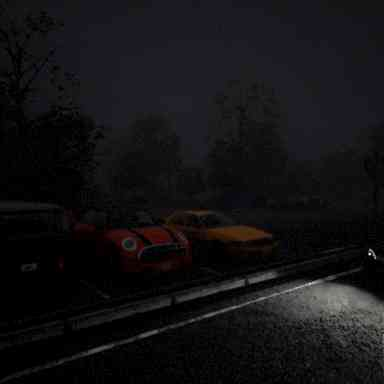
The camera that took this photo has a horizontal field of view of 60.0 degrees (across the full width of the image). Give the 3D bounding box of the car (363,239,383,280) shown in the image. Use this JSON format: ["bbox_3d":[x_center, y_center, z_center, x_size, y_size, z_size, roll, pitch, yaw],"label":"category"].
[{"bbox_3d":[6.088,1.323,8.169,4.674,1.442,1.812,-1,1,-36],"label":"car"}]

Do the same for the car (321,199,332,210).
[{"bbox_3d":[12.854,0.997,36.205,2.185,1.767,4.553,0,0,-36],"label":"car"}]

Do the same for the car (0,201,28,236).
[{"bbox_3d":[-10.890,1.401,18.837,1.946,1.575,5.366,-2,1,-37],"label":"car"}]

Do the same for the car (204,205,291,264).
[{"bbox_3d":[0.493,1.310,11.539,1.946,1.575,5.366,-1,1,-37],"label":"car"}]

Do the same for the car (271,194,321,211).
[{"bbox_3d":[10.333,1.168,34.282,2.002,1.452,4.674,0,0,-36],"label":"car"}]

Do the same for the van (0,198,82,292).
[{"bbox_3d":[-4.474,1.209,8.235,1.878,1.987,4.442,-2,1,-37],"label":"van"}]

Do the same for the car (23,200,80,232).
[{"bbox_3d":[-8.752,1.345,20.419,1.946,1.575,5.366,-1,1,-36],"label":"car"}]

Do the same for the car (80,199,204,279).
[{"bbox_3d":[-1.982,1.241,9.975,2.185,1.767,4.553,-1,1,-37],"label":"car"}]

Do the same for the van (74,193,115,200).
[{"bbox_3d":[-6.330,1.071,21.837,1.878,1.987,4.442,-1,1,-37],"label":"van"}]
